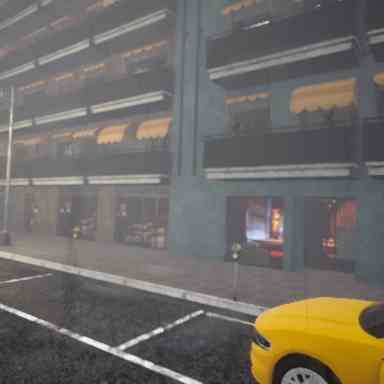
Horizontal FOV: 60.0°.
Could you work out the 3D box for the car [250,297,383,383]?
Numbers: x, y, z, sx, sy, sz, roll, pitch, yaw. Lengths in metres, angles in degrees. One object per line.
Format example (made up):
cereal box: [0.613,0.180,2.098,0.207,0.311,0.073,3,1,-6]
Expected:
car: [3.025,1.712,3.236,5.008,1.535,1.882,0,-3,35]
